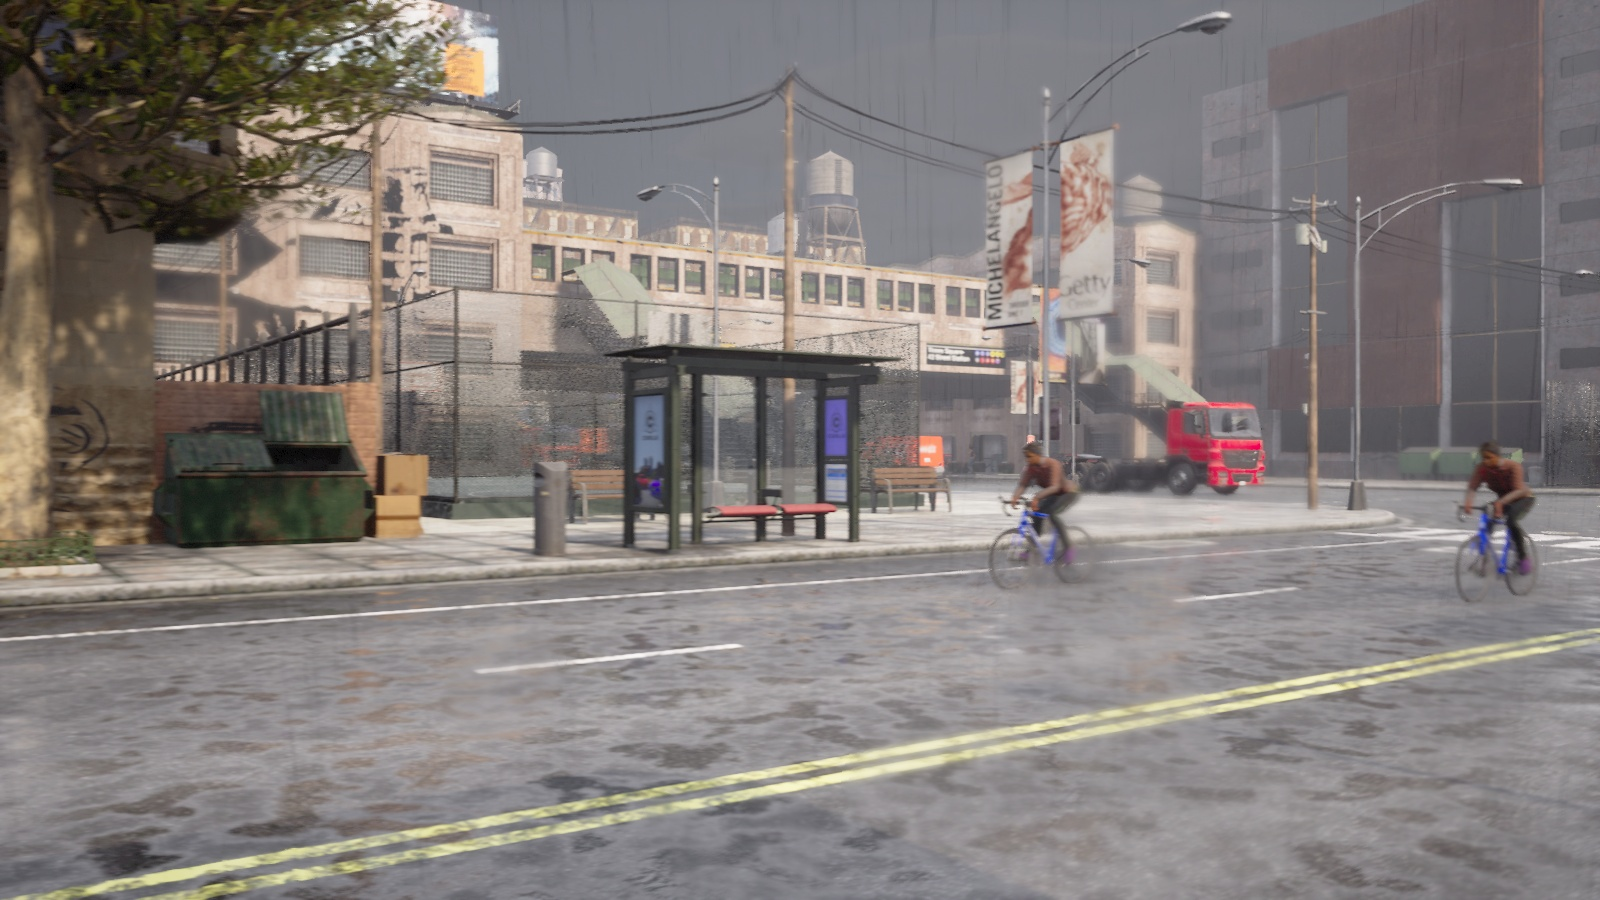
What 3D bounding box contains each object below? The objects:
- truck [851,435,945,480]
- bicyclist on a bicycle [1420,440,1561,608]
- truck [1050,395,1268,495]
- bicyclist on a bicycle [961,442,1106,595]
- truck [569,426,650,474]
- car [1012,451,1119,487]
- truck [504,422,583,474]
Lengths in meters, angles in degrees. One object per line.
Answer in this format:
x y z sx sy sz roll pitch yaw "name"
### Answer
5.535 0.422 71.523 2.627 2.467 5.204 0 0 -34 "truck"
7.076 0.714 12.849 1.656 1.620 0.582 0 0 -35 "bicyclist on a bicycle"
13.397 -0.148 47.625 2.891 3.462 7.936 0 0 -33 "truck"
2.614 0.727 14.007 1.656 1.620 0.582 0 0 -35 "bicyclist on a bicycle"
-14.500 0.027 94.844 2.891 3.462 7.936 0 0 -34 "truck"
11.813 0.805 56.095 2.007 1.525 4.514 0 0 -34 "car"
-19.754 -0.141 96.352 2.891 3.827 8.468 0 0 -34 "truck"
